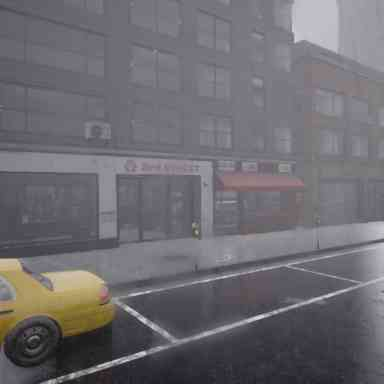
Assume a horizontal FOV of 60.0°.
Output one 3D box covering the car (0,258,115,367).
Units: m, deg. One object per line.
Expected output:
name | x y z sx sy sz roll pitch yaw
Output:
car | -3.456 1.525 4.197 4.829 1.417 1.752 0 -1 -35
